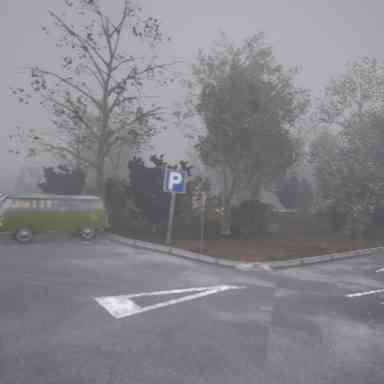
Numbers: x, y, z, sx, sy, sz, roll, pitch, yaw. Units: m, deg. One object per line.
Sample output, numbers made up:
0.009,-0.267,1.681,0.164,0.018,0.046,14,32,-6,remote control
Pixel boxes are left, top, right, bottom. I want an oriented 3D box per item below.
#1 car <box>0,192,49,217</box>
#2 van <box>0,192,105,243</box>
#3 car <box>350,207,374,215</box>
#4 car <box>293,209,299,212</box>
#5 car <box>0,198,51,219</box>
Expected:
-15.502,1.062,28.486,5.566,2.045,2.435,2,-1,-34,car
-6.227,1.098,14.675,4.442,1.987,1.878,2,-1,-34,van
23.215,2.288,43.757,2.097,1.767,4.553,2,-1,-34,car
19.325,2.317,54.435,5.566,2.045,2.150,0,-2,44,car
-13.982,1.300,26.290,4.892,1.521,2.231,2,-1,-34,car
